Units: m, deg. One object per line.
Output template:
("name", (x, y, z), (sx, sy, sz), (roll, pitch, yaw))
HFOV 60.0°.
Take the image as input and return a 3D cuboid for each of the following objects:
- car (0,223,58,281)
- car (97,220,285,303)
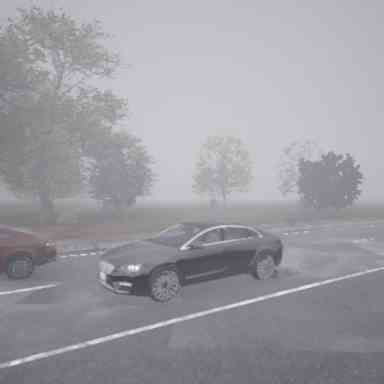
("car", (-5.875, 1.515, 8.341), (4.674, 1.442, 1.812), (0, 0, -35))
("car", (0.179, 1.483, 8.280), (4.902, 1.511, 2.128), (0, 0, -34))
